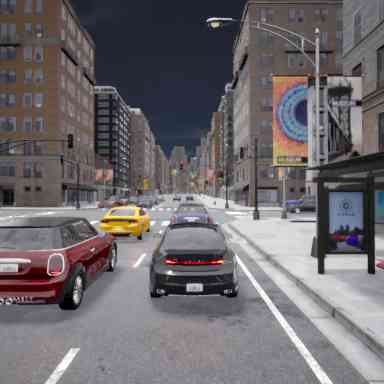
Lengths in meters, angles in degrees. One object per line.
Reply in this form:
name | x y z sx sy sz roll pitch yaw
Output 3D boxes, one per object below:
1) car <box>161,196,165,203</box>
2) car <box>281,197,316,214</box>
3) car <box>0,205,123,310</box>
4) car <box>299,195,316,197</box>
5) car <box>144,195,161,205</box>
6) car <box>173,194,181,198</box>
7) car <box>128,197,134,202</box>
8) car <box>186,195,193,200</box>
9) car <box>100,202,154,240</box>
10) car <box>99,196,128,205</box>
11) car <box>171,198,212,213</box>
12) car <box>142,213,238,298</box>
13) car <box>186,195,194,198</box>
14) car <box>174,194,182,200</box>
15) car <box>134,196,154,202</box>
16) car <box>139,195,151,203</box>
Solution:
car | -7.003 1.547 72.300 1.812 1.442 4.674 0 0 0
car | 12.534 1.592 35.823 4.892 1.490 1.837 0 -1 -1
car | -3.221 1.355 7.960 2.097 1.767 4.553 0 0 -1
car | 13.405 1.355 39.084 5.566 2.045 2.150 0 -1 -1
car | -6.984 1.374 57.359 2.097 1.767 4.553 0 0 0
car | -3.819 1.607 82.034 1.895 1.301 4.718 0 0 0
car | -10.238 1.585 58.099 1.994 1.385 4.181 0 0 0
car | -0.637 1.439 92.058 1.895 1.301 4.718 0 0 0
car | -3.282 1.485 17.088 1.882 1.535 5.008 0 0 -1
car | -10.787 1.383 44.792 2.097 1.767 4.553 0 0 9
car | -0.036 1.360 17.467 2.097 1.767 4.553 0 0 0
car | 0.023 1.508 8.531 1.837 1.490 4.892 0 0 -1
car | -0.566 1.489 81.609 1.882 1.535 5.008 0 0 0
car | -3.887 1.369 92.006 2.128 1.511 4.902 0 0 0
car | -6.513 1.598 45.373 1.994 1.385 4.181 0 1 -6
car | -10.254 1.522 72.501 1.837 1.490 4.892 0 0 0
